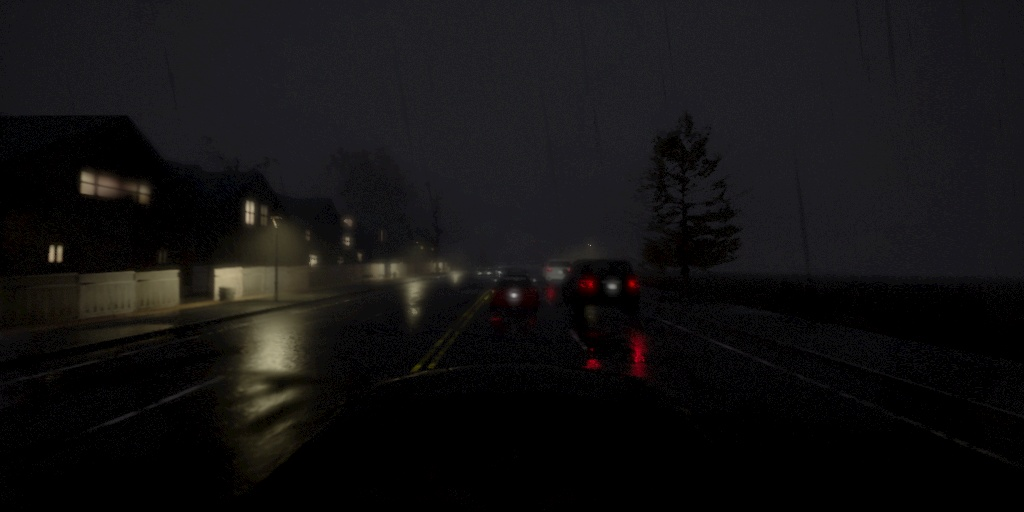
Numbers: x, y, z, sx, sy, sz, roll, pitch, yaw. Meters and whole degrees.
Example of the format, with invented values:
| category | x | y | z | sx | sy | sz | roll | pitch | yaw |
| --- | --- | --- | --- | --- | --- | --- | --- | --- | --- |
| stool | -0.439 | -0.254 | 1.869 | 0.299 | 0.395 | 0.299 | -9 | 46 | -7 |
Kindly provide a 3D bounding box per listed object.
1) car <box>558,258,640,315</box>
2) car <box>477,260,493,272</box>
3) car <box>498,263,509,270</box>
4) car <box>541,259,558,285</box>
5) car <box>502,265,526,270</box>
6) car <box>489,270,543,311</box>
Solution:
| category | x | y | z | sx | sy | sz | roll | pitch | yaw |
| --- | --- | --- | --- | --- | --- | --- | --- | --- | --- |
| car | 3.337 | 1.111 | 14.377 | 2.150 | 2.045 | 5.566 | 0 | 0 | 1 |
| car | -4.589 | 1.668 | 61.973 | 2.150 | 2.045 | 5.566 | 0 | -1 | 4 |
| car | -1.279 | 1.977 | 62.678 | 1.812 | 1.442 | 4.674 | 0 | -1 | 4 |
| car | 3.663 | 1.276 | 29.304 | 2.150 | 2.045 | 5.566 | 0 | 0 | 2 |
| car | 0.444 | 1.663 | 30.060 | 1.895 | 1.301 | 4.718 | 0 | -1 | 2 |
| car | 0.120 | 1.462 | 15.386 | 1.994 | 1.385 | 4.181 | 0 | -1 | 1 |
